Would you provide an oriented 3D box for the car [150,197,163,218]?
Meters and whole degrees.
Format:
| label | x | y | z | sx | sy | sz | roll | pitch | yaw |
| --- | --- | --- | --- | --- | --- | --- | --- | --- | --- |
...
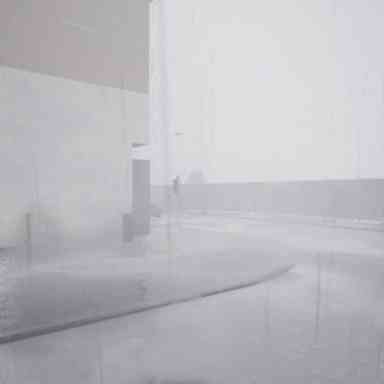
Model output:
| label | x | y | z | sx | sy | sz | roll | pitch | yaw |
| --- | --- | --- | --- | --- | --- | --- | --- | --- | --- |
| car | -4.746 | 1.228 | 29.986 | 2.150 | 2.045 | 5.566 | 0 | 0 | -35 |
